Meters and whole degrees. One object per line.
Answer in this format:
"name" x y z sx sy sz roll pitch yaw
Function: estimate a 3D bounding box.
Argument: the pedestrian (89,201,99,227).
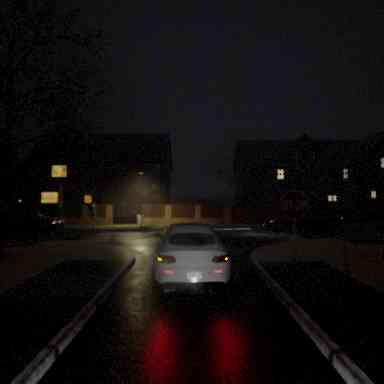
"pedestrian" -6.719 1.482 22.731 0.375 1.860 0.375 0 -1 1

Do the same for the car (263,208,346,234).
"car" 6.556 1.652 19.642 4.674 1.442 1.812 -1 -2 1

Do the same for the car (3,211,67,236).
"car" -10.377 1.836 19.856 5.357 1.411 2.033 -1 -2 1

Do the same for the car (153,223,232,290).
"car" -0.067 1.576 9.180 1.812 1.442 4.674 0 0 -3
